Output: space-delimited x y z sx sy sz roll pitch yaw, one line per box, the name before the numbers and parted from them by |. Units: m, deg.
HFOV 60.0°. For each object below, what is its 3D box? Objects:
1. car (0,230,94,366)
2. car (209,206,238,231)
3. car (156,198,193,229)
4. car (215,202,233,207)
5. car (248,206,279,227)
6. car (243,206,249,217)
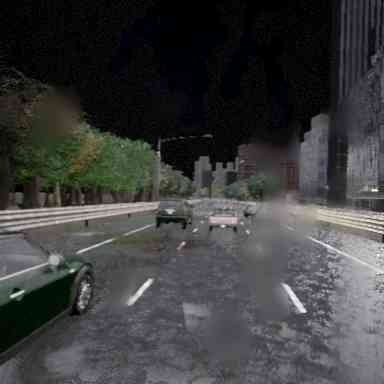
car | -3.099 1.302 4.752 2.097 1.767 4.553 2 -1 6
car | 2.265 1.985 24.001 1.895 1.301 4.718 2 -1 6
car | -1.205 1.499 24.484 2.150 2.045 5.566 2 -1 5
car | 3.884 2.028 40.712 2.097 1.767 4.553 2 -1 6
car | 6.175 2.138 28.327 1.994 1.385 4.181 2 -1 6
car | 7.301 2.348 40.276 1.994 1.385 4.181 2 -1 6
